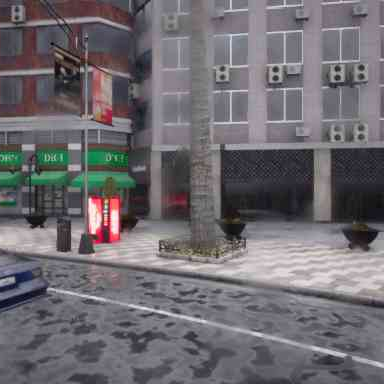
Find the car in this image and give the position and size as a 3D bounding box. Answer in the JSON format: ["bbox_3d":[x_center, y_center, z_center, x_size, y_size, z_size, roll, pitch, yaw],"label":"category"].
[{"bbox_3d":[-5.371,1.548,6.631,5.357,1.411,2.033,0,0,25],"label":"car"}]

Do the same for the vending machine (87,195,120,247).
[{"bbox_3d":[-3.733,1.195,14.134,0.880,2.100,1.100,0,0,24],"label":"vending machine"}]
